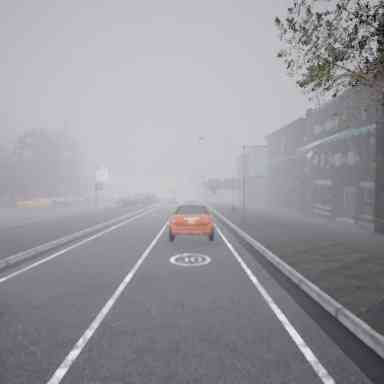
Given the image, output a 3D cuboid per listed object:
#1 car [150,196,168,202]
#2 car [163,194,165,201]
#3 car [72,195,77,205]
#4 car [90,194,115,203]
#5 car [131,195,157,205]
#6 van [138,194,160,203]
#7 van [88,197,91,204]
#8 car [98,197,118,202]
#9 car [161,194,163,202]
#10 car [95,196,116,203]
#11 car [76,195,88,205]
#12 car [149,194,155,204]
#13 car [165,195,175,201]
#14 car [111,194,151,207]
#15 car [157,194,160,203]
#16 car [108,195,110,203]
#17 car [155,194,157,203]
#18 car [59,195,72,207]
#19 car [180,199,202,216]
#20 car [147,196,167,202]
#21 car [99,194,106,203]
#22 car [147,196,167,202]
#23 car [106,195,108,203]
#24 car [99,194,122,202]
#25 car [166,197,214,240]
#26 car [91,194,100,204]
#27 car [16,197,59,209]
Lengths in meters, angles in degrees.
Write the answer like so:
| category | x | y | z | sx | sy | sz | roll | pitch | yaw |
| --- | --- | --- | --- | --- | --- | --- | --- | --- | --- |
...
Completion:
| category | x | y | z | sx | sy | sz | roll | pitch | yaw |
| --- | --- | --- | --- | --- | --- | --- | --- | --- | --- |
| car | -9.425 | 1.942 | 94.747 | 4.792 | 1.488 | 2.163 | 0 | -1 | 0 |
| car | -9.259 | 1.702 | 75.130 | 5.008 | 1.535 | 2.097 | 0 | -1 | 0 |
| car | -22.229 | 1.679 | 55.434 | 4.674 | 1.452 | 2.002 | 0 | 0 | 0 |
| car | -22.372 | 1.632 | 83.281 | 5.566 | 2.045 | 2.435 | 0 | -1 | 0 |
| car | -9.163 | 1.473 | 63.917 | 4.553 | 1.767 | 2.185 | 0 | -1 | 0 |
| van | -9.364 | 1.452 | 72.328 | 4.442 | 1.987 | 1.878 | 0 | -1 | 0 |
| van | -22.390 | 1.475 | 63.784 | 4.442 | 1.987 | 1.878 | 0 | 0 | 0 |
| car | -22.432 | 1.982 | 88.725 | 4.674 | 1.452 | 2.002 | 0 | -1 | 0 |
| car | -9.222 | 1.652 | 69.524 | 4.892 | 1.521 | 2.231 | 0 | -1 | 0 |
| car | -22.412 | 1.913 | 86.065 | 5.008 | 1.535 | 2.097 | 0 | -1 | 0 |
| car | -22.226 | 1.552 | 61.004 | 4.553 | 1.767 | 2.185 | 0 | 0 | 0 |
| car | -9.165 | 1.272 | 52.707 | 5.566 | 2.045 | 2.435 | 0 | 0 | 0 |
| car | -3.591 | 1.594 | 62.560 | 1.837 | 1.490 | 4.892 | 0 | -1 | 0 |
| car | -9.115 | 1.513 | 49.905 | 4.892 | 1.521 | 2.231 | 0 | 0 | 0 |
| car | -9.208 | 1.325 | 61.117 | 5.566 | 2.045 | 2.435 | 0 | 0 | 0 |
| car | -22.331 | 1.859 | 77.710 | 4.792 | 1.488 | 2.163 | 0 | -1 | 0 |
| car | -9.169 | 1.555 | 58.310 | 4.892 | 1.521 | 2.231 | 0 | 0 | 0 |
| car | -22.219 | 1.624 | 52.647 | 5.008 | 1.535 | 2.097 | 0 | 0 | 0 |
| car | -0.103 | 1.523 | 33.949 | 2.033 | 1.411 | 5.357 | 0 | 0 | 0 |
| car | -9.353 | 1.843 | 89.145 | 5.008 | 1.535 | 2.097 | 0 | -1 | 0 |
| car | -22.139 | 1.773 | 72.141 | 5.366 | 1.575 | 1.946 | 0 | -1 | 0 |
| car | -9.562 | 1.876 | 91.944 | 5.366 | 1.575 | 1.946 | 0 | -1 | 0 |
| car | -22.337 | 1.804 | 74.926 | 5.008 | 1.535 | 2.097 | 0 | -1 | 0 |
| car | -22.427 | 1.725 | 91.636 | 5.566 | 2.045 | 2.435 | 0 | -1 | 0 |
| car | -0.025 | 1.339 | 17.002 | 2.097 | 1.767 | 4.553 | 0 | 0 | 0 |
| car | -22.303 | 1.792 | 69.354 | 4.674 | 1.452 | 2.002 | 0 | -1 | 0 |
| car | -22.182 | 1.606 | 47.079 | 5.008 | 1.535 | 2.097 | 0 | 0 | 0 |
